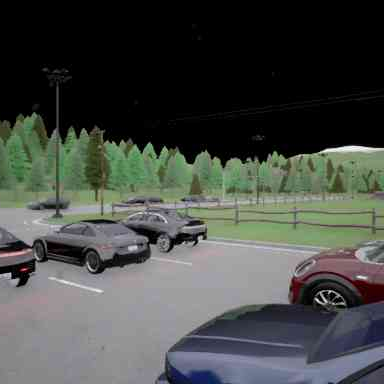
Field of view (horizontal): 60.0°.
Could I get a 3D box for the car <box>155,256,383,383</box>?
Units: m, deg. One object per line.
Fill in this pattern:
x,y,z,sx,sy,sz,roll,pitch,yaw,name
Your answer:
2.264,1.547,2.357,5.357,1.411,2.033,0,0,36,car

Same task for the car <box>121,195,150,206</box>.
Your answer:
-9.485,1.352,55.968,2.097,1.767,4.553,0,0,37,car

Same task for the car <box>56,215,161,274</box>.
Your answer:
-3.295,1.564,10.636,4.181,1.385,1.994,0,0,36,car

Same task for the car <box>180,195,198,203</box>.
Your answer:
-0.258,1.545,68.316,2.033,1.411,5.357,0,0,37,car

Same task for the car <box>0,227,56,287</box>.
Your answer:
-5.725,1.491,8.077,4.902,1.511,2.128,0,0,36,car

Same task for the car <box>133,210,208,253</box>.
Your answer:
-1.651,1.491,13.769,4.902,1.511,2.128,0,0,36,car

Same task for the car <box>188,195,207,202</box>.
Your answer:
1.357,1.486,76.390,1.837,1.490,4.892,0,0,36,car

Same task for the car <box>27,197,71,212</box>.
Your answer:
-17.125,1.351,39.505,2.097,1.767,4.553,0,0,35,car

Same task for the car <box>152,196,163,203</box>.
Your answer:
-7.892,1.547,63.968,2.033,1.411,5.357,0,0,37,car

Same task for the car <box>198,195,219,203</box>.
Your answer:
3.779,1.525,67.914,1.812,1.442,4.674,0,0,37,car

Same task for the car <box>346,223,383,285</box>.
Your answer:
6.439,1.601,7.973,4.718,1.301,1.895,0,0,36,car

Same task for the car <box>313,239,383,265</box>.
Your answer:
3.979,1.352,5.428,4.553,1.767,2.097,0,0,36,car

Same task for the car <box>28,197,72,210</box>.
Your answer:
-18.564,1.491,43.562,2.128,1.511,4.902,0,0,36,car

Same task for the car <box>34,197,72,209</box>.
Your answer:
-19.867,1.503,47.765,1.837,1.490,4.892,0,0,36,car

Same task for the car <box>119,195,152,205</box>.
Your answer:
-8.882,1.477,50.902,1.882,1.535,5.008,0,0,36,car
